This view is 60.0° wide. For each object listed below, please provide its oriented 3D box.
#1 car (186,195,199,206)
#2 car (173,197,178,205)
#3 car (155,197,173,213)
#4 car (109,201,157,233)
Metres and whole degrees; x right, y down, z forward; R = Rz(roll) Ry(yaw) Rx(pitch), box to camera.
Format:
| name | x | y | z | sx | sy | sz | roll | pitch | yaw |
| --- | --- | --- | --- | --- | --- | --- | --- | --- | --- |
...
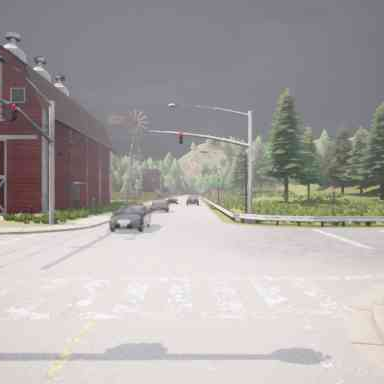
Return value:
| name | x | y | z | sx | sy | sz | roll | pitch | yaw |
| --- | --- | --- | --- | --- | --- | --- | --- | --- | --- |
| car | 0.112 | 1.352 | 55.632 | 2.097 | 1.767 | 4.553 | 0 | 0 | 0 |
| car | -3.444 | 1.601 | 58.781 | 1.895 | 1.301 | 4.718 | 0 | 0 | 1 |
| car | -3.520 | 1.526 | 37.407 | 1.812 | 1.442 | 4.674 | 0 | 0 | 0 |
| car | -3.562 | 1.489 | 19.819 | 2.128 | 1.511 | 4.902 | 0 | 0 | 0 |
